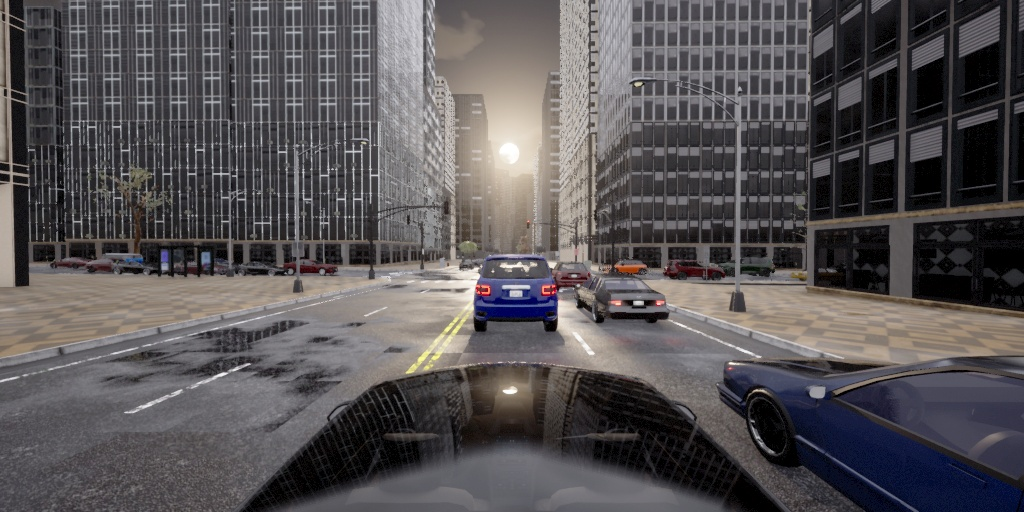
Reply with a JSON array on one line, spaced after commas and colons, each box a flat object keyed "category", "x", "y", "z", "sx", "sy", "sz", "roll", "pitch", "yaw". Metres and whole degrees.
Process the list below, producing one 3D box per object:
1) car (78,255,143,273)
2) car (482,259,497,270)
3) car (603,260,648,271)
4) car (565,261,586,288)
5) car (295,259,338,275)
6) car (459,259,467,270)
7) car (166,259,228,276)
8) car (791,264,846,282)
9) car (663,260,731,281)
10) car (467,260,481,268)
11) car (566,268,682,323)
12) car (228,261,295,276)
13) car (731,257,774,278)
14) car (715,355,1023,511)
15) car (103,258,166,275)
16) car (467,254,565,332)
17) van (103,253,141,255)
[{"category": "car", "x": -39.543, "y": 0.936, "z": 35.659, "sx": 4.674, "sy": 1.442, "sz": 1.812, "roll": 0, "pitch": 1, "yaw": 1}, {"category": "car", "x": -3.336, "y": 1.191, "z": 53.372, "sx": 1.882, "sy": 1.535, "sz": 5.008, "roll": 0, "pitch": 0, "yaw": 0}, {"category": "car", "x": 11.832, "y": 1.174, "z": 37.848, "sx": 4.553, "sy": 1.767, "sz": 2.097, "roll": 0, "pitch": 1, "yaw": 0}, {"category": "car", "x": 3.349, "y": 1.092, "z": 21.424, "sx": 2.097, "sy": 1.767, "sz": 4.553, "roll": 0, "pitch": 0, "yaw": 0}, {"category": "car", "x": -19.766, "y": 1.068, "z": 35.252, "sx": 5.008, "sy": 1.535, "sz": 1.882, "roll": 1, "pitch": 1, "yaw": 0}, {"category": "car", "x": -6.602, "y": 1.220, "z": 52.481, "sx": 1.837, "sy": 1.490, "sz": 4.892, "roll": 0, "pitch": 0, "yaw": -1}, {"category": "car", "x": -28.416, "y": 1.137, "z": 32.737, "sx": 4.207, "sy": 1.307, "sz": 1.802, "roll": 0, "pitch": 0, "yaw": 1}, {"category": "car", "x": 27.641, "y": 1.578, "z": 31.878, "sx": 4.829, "sy": 1.417, "sz": 1.751, "roll": 0, "pitch": 0, "yaw": 1}, {"category": "car", "x": 16.193, "y": 1.268, "z": 32.075, "sx": 5.009, "sy": 1.841, "sz": 2.192, "roll": 0, "pitch": 0, "yaw": 1}, {"category": "car", "x": -6.571, "y": 1.304, "z": 62.784, "sx": 1.895, "sy": 1.301, "sz": 4.718, "roll": 0, "pitch": 0, "yaw": 0}, {"category": "car", "x": 3.350, "y": 1.293, "z": 12.017, "sx": 2.033, "sy": 1.411, "sz": 5.357, "roll": 0, "pitch": 0, "yaw": 0}, {"category": "car", "x": -22.732, "y": 1.173, "z": 32.604, "sx": 4.313, "sy": 1.339, "sz": 1.948, "roll": 0, "pitch": 0, "yaw": 1}, {"category": "car", "x": 24.372, "y": 1.155, "z": 37.709, "sx": 5.566, "sy": 2.045, "sz": 2.150, "roll": 1, "pitch": 1, "yaw": 1}, {"category": "car", "x": 3.350, "y": 1.297, "z": 1.837, "sx": 2.033, "sy": 1.411, "sz": 5.357, "roll": 0, "pitch": 0, "yaw": 1}, {"category": "car", "x": -34.097, "y": 1.068, "z": 32.911, "sx": 4.313, "sy": 1.339, "sz": 1.948, "roll": 0, "pitch": 0, "yaw": 1}, {"category": "car", "x": 0.097, "y": 0.967, "z": 11.014, "sx": 2.150, "sy": 2.045, "sz": 5.566, "roll": 0, "pitch": 0, "yaw": 0}, {"category": "van", "x": -45.288, "y": 0.604, "z": 41.571, "sx": 3.998, "sy": 1.789, "sz": 1.690, "roll": 0, "pitch": 0, "yaw": 1}]
